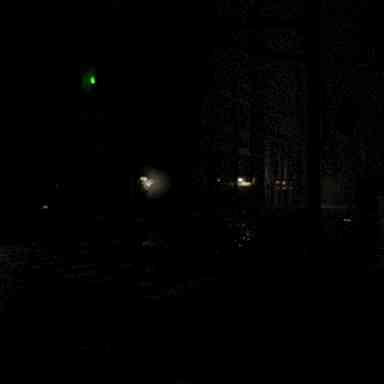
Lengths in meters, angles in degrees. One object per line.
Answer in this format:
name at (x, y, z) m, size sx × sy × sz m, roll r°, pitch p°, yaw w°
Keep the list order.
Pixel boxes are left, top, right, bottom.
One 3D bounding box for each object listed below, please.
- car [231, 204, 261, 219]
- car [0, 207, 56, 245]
car at (6.039, 2.112, 36.620) m, size 1.837 × 1.490 × 4.892 m, roll -1°, pitch -1°, yaw 35°
car at (-8.861, 1.627, 15.574) m, size 2.097 × 1.767 × 4.553 m, roll -1°, pitch -1°, yaw 35°
